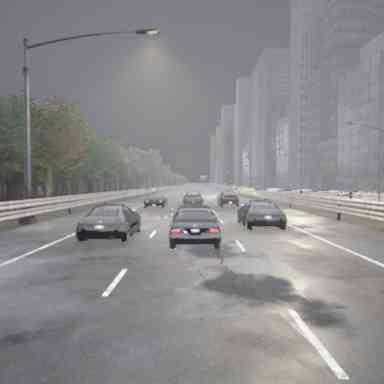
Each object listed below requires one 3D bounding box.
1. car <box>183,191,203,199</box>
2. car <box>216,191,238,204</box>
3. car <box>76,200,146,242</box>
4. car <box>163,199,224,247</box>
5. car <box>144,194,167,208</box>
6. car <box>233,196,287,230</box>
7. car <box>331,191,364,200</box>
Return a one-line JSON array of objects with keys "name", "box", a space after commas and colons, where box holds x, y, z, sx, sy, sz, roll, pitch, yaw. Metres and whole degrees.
[{"name": "car", "box": [0.107, 0.668, 33.367, 2.128, 1.511, 4.902, 0, 1, 0]}, {"name": "car", "box": [3.606, 0.678, 33.518, 1.837, 1.490, 4.892, 0, 1, 0]}, {"name": "car", "box": [-3.399, 1.209, 14.203, 1.994, 1.385, 4.181, 0, 1, 0]}, {"name": "car", "box": [0.102, 1.220, 13.107, 2.033, 1.411, 5.357, 0, 1, 0]}, {"name": "car", "box": [-3.394, 0.812, 31.948, 1.895, 1.301, 4.718, 0, 1, 0]}, {"name": "car", "box": [3.602, 1.122, 17.724, 1.994, 1.385, 4.181, 0, 1, 0]}, {"name": "car", "box": [22.301, 0.525, 48.003, 2.033, 1.411, 5.357, -1, 2, -18]}]
